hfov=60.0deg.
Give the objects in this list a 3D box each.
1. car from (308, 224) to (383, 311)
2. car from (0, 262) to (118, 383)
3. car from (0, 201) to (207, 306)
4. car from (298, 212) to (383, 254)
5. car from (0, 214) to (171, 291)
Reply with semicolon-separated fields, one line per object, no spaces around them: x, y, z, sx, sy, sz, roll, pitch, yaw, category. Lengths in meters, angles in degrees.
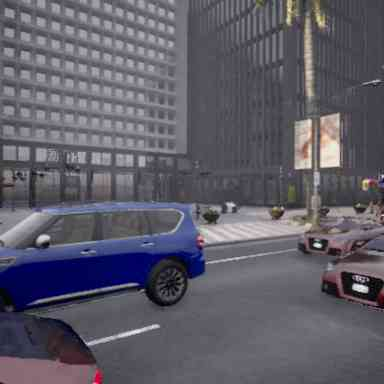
4.728;1.598;7.257;4.181;1.385;1.994;0;0;-35;car
-2.671;1.559;2.007;4.181;1.385;1.994;0;0;-35;car
-2.280;1.230;6.542;5.566;2.045;2.150;0;0;-35;car
5.853;1.614;12.332;4.181;1.385;1.994;0;0;-35;car
-3.223;1.525;9.787;4.786;1.482;2.161;0;0;-36;car
